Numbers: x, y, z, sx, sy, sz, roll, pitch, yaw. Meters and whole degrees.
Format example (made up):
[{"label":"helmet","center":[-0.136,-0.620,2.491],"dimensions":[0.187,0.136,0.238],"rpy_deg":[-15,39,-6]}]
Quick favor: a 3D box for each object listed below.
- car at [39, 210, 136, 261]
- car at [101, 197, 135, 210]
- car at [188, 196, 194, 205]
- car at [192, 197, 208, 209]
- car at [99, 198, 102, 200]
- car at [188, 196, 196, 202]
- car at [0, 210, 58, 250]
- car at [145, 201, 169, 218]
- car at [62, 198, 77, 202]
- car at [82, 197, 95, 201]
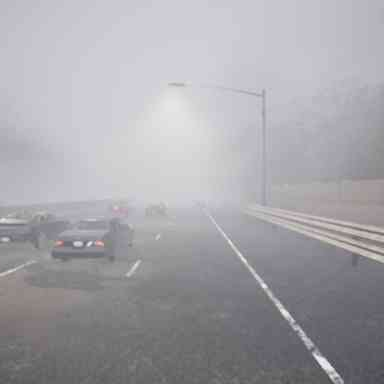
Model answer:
[{"label":"car","center":[-3.402,1.603,12.433],"dimensions":[2.033,1.411,5.357],"rpy_deg":[0,0,0]},{"label":"car","center":[-6.905,1.496,32.225],"dimensions":[2.097,1.767,4.553],"rpy_deg":[0,0,0]},{"label":"car","center":[-0.002,1.873,67.809],"dimensions":[2.033,1.411,5.357],"rpy_deg":[0,0,0]},{"label":"car","center":[1.223,1.757,48.296],"dimensions":[1.812,1.442,4.674],"rpy_deg":[0,0,0]},{"label":"car","center":[-17.503,1.818,67.265],"dimensions":[1.882,1.535,5.008],"rpy_deg":[0,0,0]},{"label":"car","center":[-0.003,1.863,88.106],"dimensions":[1.812,1.442,4.674],"rpy_deg":[0,0,0]},{"label":"car","center":[-6.901,1.558,14.743],"dimensions":[2.128,1.511,4.902],"rpy_deg":[0,0,0]},{"label":"car","center":[-3.401,1.637,32.470],"dimensions":[2.128,1.511,4.902],"rpy_deg":[0,0,0]},{"label":"car","center":[-24.503,1.862,66.848],"dimensions":[1.812,1.442,4.674],"rpy_deg":[0,0,0]},{"label":"car","center":[-21.003,1.835,67.681],"dimensions":[1.837,1.490,4.892],"rpy_deg":[0,0,0]}]
